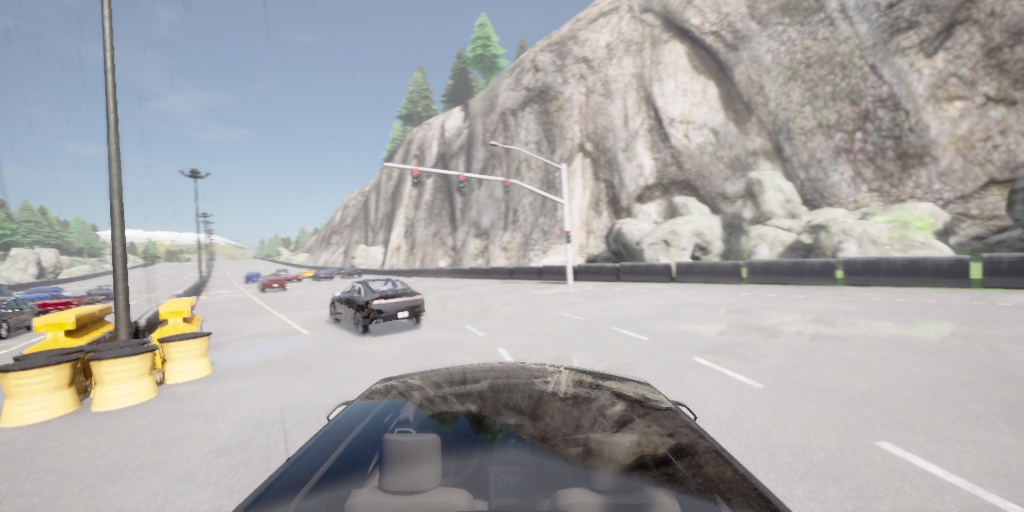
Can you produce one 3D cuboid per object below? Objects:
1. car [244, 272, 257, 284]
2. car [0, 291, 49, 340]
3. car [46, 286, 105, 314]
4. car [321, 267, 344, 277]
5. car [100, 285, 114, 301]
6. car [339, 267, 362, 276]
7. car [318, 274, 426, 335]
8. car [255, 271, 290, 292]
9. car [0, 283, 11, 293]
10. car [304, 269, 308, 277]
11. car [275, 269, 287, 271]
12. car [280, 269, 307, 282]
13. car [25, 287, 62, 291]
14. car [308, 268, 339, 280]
[{"bbox_3d":[-35.517,2.904,49.301,1.882,1.535,5.008,-3,1,-39],"label":"car"},{"bbox_3d":[-19.774,2.347,13.383,1.837,1.490,4.892,-3,0,-40],"label":"car"},{"bbox_3d":[-26.072,2.771,21.029,1.895,1.301,4.718,-3,0,-39],"label":"car"},{"bbox_3d":[-28.892,2.590,57.656,2.033,1.411,5.357,-3,1,-39],"label":"car"},{"bbox_3d":[-32.413,3.017,28.746,1.994,1.385,4.181,-3,0,-40],"label":"car"},{"bbox_3d":[-22.279,2.330,49.608,1.837,1.490,4.892,-3,1,-39],"label":"car"},{"bbox_3d":[-4.603,1.524,11.903,2.128,1.511,4.902,-3,0,-40],"label":"car"},{"bbox_3d":[-22.093,2.452,33.017,1.812,1.442,4.674,-3,0,-39],"label":"car"},{"bbox_3d":[-28.925,2.543,18.966,2.150,2.045,5.566,-3,0,-40],"label":"car"},{"bbox_3d":[-31.595,2.664,55.432,1.882,1.535,5.008,-3,1,-39],"label":"car"},{"bbox_3d":[-34.281,2.681,53.184,2.097,1.767,4.553,-3,1,-39],"label":"car"},{"bbox_3d":[-27.954,2.722,45.504,1.895,1.301,4.718,-3,1,-39],"label":"car"},{"bbox_3d":[-35.734,3.099,27.288,1.882,1.535,5.008,-3,0,-39],"label":"car"},{"bbox_3d":[-24.976,2.516,47.385,2.033,1.411,5.357,-3,1,-39],"label":"car"}]
